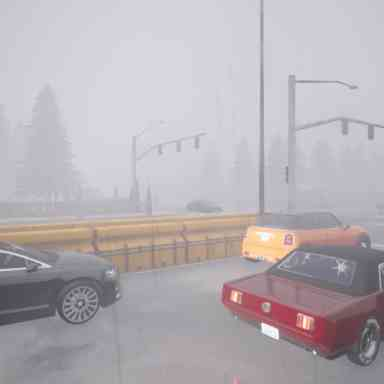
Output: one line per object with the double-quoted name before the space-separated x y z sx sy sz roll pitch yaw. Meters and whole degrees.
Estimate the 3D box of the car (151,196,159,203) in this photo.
"car" -8.038 1.514 70.183 2.033 1.411 5.357 0 0 -2

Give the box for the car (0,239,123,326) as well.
"car" -3.597 1.492 5.472 4.902 1.511 2.128 0 0 -36

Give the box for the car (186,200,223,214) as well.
"car" 1.195 1.547 35.632 2.033 1.411 5.357 0 0 -27

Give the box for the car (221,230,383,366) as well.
"car" 2.868 1.601 5.800 4.718 1.301 1.895 0 0 -36

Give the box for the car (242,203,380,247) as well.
"car" 3.815 1.352 10.781 4.553 1.767 2.097 0 0 -36

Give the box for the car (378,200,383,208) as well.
"car" 26.667 1.547 44.579 5.357 1.411 2.033 0 0 -36
